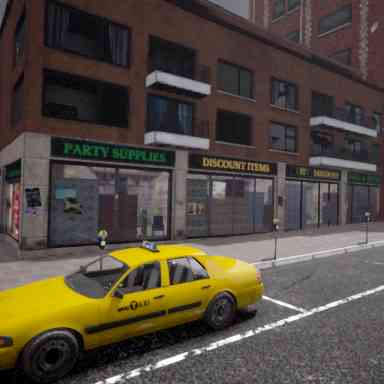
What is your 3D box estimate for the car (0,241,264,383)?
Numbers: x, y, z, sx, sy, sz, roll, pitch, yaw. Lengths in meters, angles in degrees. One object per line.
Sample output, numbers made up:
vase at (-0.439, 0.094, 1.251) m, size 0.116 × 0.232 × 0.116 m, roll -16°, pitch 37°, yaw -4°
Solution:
car at (-0.937, 1.527, 5.404) m, size 4.829 × 1.417 × 1.752 m, roll 0°, pitch 2°, yaw -35°
